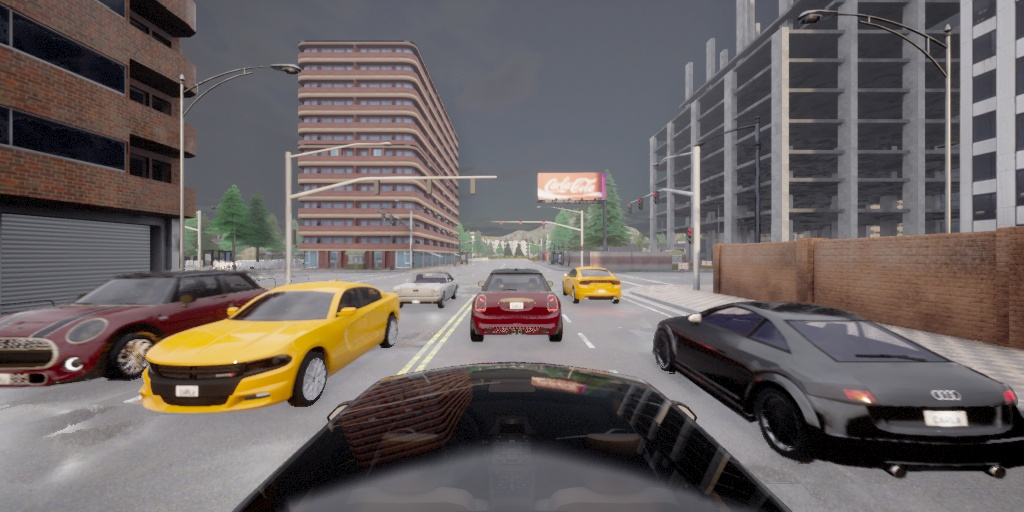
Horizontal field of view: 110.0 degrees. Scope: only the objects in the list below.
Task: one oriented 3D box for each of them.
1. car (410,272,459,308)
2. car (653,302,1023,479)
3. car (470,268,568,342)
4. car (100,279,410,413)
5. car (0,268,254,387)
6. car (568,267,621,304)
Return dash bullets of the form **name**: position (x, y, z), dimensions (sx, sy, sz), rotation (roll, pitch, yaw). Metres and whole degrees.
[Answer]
- **car**: position (-3.501, 1.351, 15.241), dimensions (1.895, 1.301, 4.718), rotation (0, 0, 0)
- **car**: position (3.596, 1.314, 4.976), dimensions (1.994, 1.385, 4.181), rotation (0, 0, 0)
- **car**: position (0.100, 1.102, 9.943), dimensions (2.097, 1.767, 4.553), rotation (0, 0, 0)
- **car**: position (-3.577, 1.228, 6.467), dimensions (1.882, 1.535, 5.008), rotation (0, 0, 0)
- **car**: position (-7.070, 1.101, 7.192), dimensions (2.097, 1.767, 4.553), rotation (0, 0, 0)
- **car**: position (3.499, 1.228, 16.471), dimensions (1.882, 1.535, 5.008), rotation (0, 0, 0)
